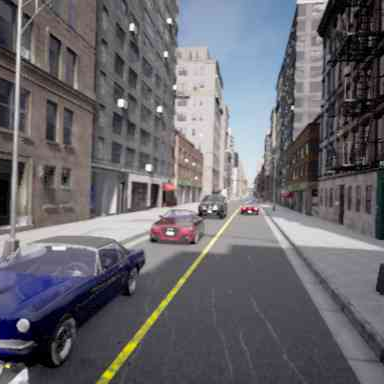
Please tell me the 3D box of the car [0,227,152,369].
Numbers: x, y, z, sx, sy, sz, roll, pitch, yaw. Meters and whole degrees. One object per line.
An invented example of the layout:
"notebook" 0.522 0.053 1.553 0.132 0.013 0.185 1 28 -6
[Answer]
"car" -2.289 1.517 5.834 1.895 1.301 4.718 2 0 7

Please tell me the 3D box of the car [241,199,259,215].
"car" 6.356 1.761 36.476 1.895 1.301 4.718 2 0 10

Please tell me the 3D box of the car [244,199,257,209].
"car" 8.822 1.783 50.491 1.812 1.442 4.674 2 0 9

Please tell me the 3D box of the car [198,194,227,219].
"car" 1.929 1.241 29.605 2.150 2.045 5.566 2 0 10

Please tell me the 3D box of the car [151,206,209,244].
"car" -0.569 1.521 15.629 1.994 1.385 4.181 2 0 9
